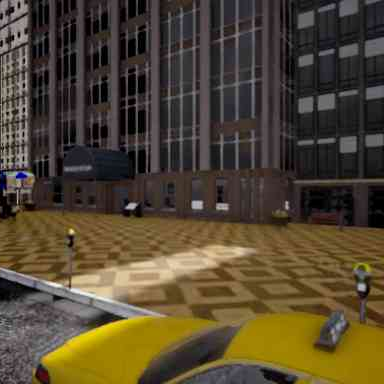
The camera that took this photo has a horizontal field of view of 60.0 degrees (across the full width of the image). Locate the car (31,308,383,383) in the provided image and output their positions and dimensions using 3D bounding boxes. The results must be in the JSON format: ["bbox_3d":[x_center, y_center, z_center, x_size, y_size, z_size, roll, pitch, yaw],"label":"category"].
[{"bbox_3d":[0.714,1.520,2.370,4.829,1.417,1.752,1,0,35],"label":"car"}]
